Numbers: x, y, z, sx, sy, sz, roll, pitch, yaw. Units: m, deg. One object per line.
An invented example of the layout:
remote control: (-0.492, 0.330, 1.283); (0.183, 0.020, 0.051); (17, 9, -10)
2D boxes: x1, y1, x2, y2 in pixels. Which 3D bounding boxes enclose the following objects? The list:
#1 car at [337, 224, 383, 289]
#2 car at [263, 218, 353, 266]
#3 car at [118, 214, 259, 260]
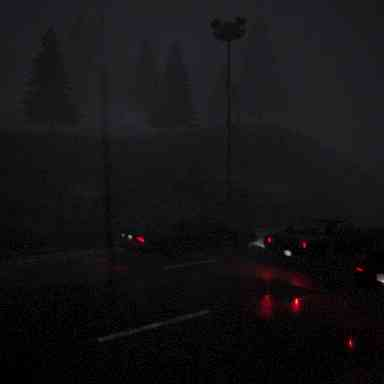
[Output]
car: (5.577, 1.490, 7.718); (4.674, 1.442, 1.812); (0, 0, -35)
car: (4.725, 1.559, 11.410); (4.718, 1.301, 1.895); (0, 0, -35)
car: (0.028, 1.519, 12.363); (5.357, 1.411, 2.033); (0, 0, -35)
